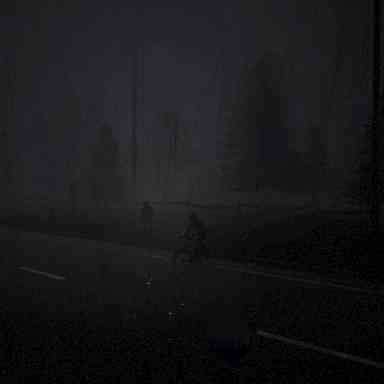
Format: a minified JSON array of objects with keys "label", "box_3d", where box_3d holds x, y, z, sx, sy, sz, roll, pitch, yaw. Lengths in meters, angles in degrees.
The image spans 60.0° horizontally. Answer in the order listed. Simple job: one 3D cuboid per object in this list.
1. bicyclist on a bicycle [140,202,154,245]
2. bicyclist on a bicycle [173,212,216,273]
[{"label":"bicyclist on a bicycle","box_3d":[-1.764,1.207,13.215,0.582,1.620,1.656,-2,2,1]},{"label":"bicyclist on a bicycle","box_3d":[0.110,1.393,9.305,1.656,1.620,0.582,0,1,-43]}]
